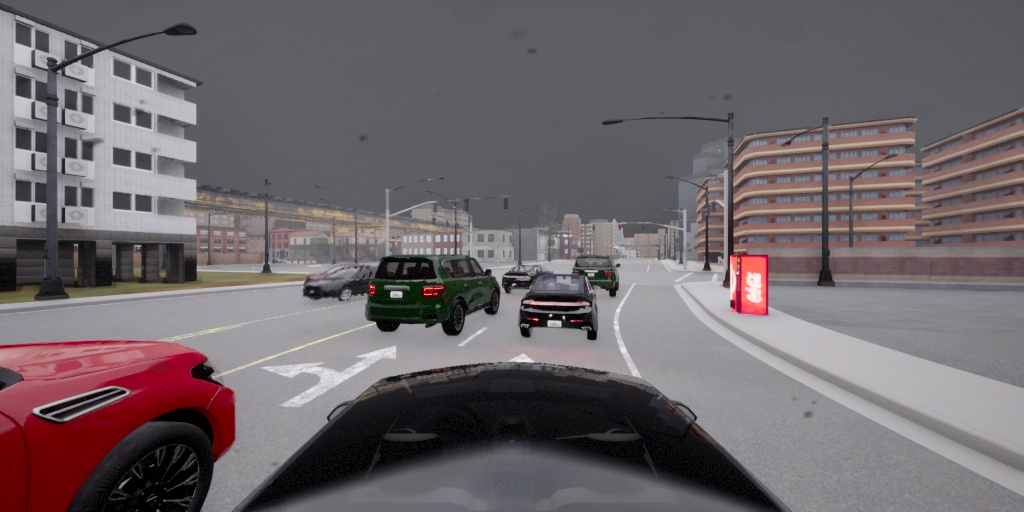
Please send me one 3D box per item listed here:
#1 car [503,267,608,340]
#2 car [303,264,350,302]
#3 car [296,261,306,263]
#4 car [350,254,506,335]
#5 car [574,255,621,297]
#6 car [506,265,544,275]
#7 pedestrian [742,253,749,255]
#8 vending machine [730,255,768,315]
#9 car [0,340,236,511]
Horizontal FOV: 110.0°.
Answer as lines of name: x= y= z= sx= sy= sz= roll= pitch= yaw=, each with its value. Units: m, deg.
car: x=1.435 y=1.242 z=10.065 sx=2.128 sy=1.511 sz=4.902 roll=0 pitch=0 yaw=12
car: x=-7.572 y=1.255 z=17.295 sx=1.837 sy=1.490 sz=4.892 roll=0 pitch=0 yaw=19
car: x=-9.803 y=1.227 z=21.409 sx=1.882 sy=1.535 sz=5.008 roll=0 pitch=0 yaw=20
car: x=-1.999 y=0.971 z=10.775 sx=2.150 sy=2.045 sz=5.566 roll=0 pitch=0 yaw=14
car: x=4.552 y=0.971 z=19.308 sx=2.150 sy=2.045 sz=5.566 roll=0 pitch=0 yaw=19
car: x=1.103 y=1.242 z=20.141 sx=2.128 sy=1.511 sz=4.902 roll=0 pitch=0 yaw=24
pedestrian: x=8.042 y=0.795 z=12.438 sx=0.375 sy=1.860 sz=0.375 roll=0 pitch=0 yaw=21
vending machine: x=7.810 y=0.945 z=11.819 sx=1.100 sy=2.100 sz=0.880 roll=0 pitch=0 yaw=20
car: x=-3.264 y=0.971 z=0.504 sx=2.150 sy=2.045 sz=5.566 roll=0 pitch=0 yaw=-2
